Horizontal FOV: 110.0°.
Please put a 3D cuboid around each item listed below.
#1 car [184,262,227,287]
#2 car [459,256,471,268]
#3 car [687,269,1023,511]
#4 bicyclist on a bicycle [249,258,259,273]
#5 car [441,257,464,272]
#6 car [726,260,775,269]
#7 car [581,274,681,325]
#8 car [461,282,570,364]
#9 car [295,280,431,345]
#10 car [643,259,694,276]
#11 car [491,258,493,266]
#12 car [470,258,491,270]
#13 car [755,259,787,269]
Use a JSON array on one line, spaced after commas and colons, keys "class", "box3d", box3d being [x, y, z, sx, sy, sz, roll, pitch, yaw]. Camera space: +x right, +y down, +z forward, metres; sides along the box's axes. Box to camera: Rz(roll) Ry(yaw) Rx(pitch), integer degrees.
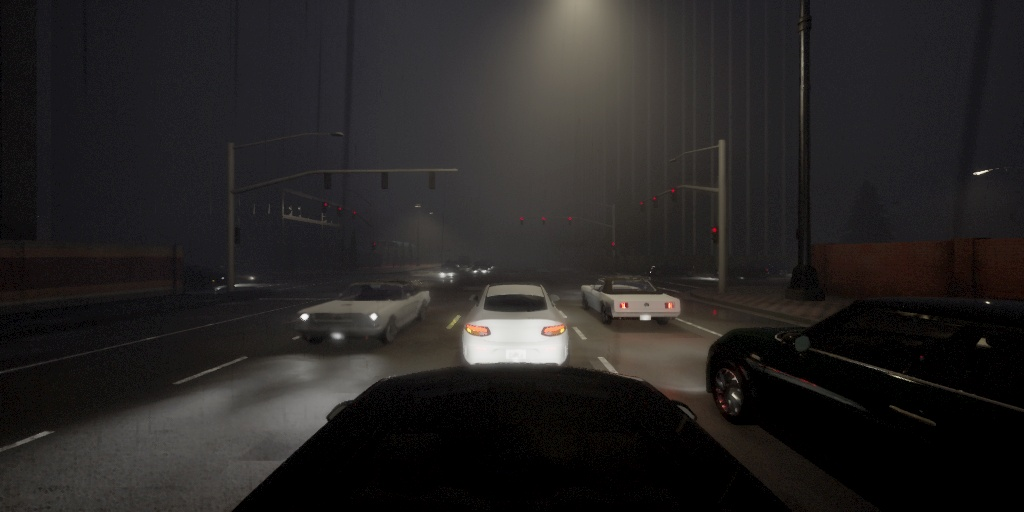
[{"class": "car", "box3d": [-21.418, 1.314, 24.081, 4.181, 1.385, 1.994, 0, 0, 0]}, {"class": "car", "box3d": [-8.057, 0.969, 60.448, 2.150, 2.045, 5.566, 0, 0, -1]}, {"class": "car", "box3d": [3.599, 1.102, 2.881, 2.097, 1.767, 4.553, 0, 0, 0]}, {"class": "bicyclist on a bicycle", "box3d": [-28.409, 1.051, 39.501, 0.582, 1.620, 1.656, 0, 0, -1]}, {"class": "car", "box3d": [-7.892, 1.241, 46.239, 2.128, 1.511, 4.902, 0, 0, 1]}, {"class": "car", "box3d": [20.189, 1.314, 31.681, 4.181, 1.385, 1.994, 0, 0, -1]}, {"class": "car", "box3d": [3.563, 1.351, 11.783, 1.895, 1.301, 4.718, 0, 0, 0]}, {"class": "car", "box3d": [0.059, 1.276, 7.566, 1.812, 1.442, 4.674, 0, 0, 0]}, {"class": "car", "box3d": [-3.612, 1.351, 9.626, 1.895, 1.301, 4.718, 0, 0, 0]}, {"class": "car", "box3d": [15.338, 1.102, 35.136, 4.553, 1.767, 2.097, 0, 0, 0]}, {"class": "car", "box3d": [-4.547, 1.276, 59.431, 1.812, 1.442, 4.674, 0, 0, -1]}, {"class": "car", "box3d": [-4.424, 1.314, 50.805, 1.994, 1.385, 4.181, 0, 0, -1]}, {"class": "car", "box3d": [24.230, 1.102, 35.218, 4.553, 1.767, 2.097, 0, 0, 0]}]
